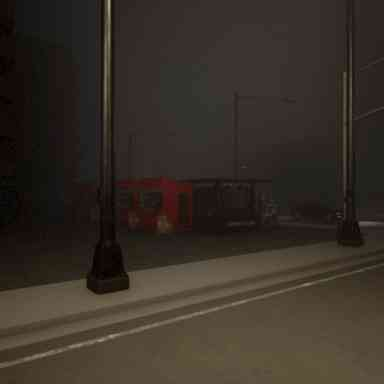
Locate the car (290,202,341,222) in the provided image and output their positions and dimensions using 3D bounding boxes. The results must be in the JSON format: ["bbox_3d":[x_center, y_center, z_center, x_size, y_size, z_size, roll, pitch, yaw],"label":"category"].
[{"bbox_3d":[10.484,1.605,27.571,1.837,1.490,4.892,0,-1,-36],"label":"car"}]
